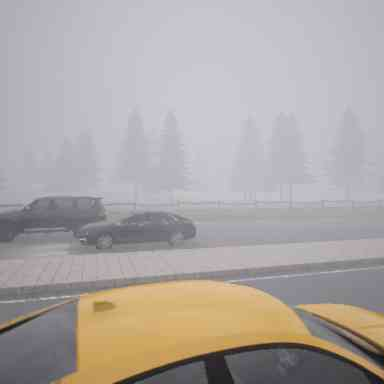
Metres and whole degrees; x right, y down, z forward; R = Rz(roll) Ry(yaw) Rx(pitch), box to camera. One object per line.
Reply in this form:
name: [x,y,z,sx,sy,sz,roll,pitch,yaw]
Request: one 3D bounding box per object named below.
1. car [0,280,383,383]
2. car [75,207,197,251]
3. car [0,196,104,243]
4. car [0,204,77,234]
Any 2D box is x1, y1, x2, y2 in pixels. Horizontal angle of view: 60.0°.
car: [0.206,1.477,2.446,5.008,1.535,1.882,0,0,-19]
car: [-2.214,1.504,13.989,4.892,1.490,1.837,0,0,-18]
car: [-6.884,1.221,16.130,5.566,2.045,2.150,0,0,-18]
car: [-9.177,1.491,19.058,4.902,1.511,2.128,0,0,-18]
